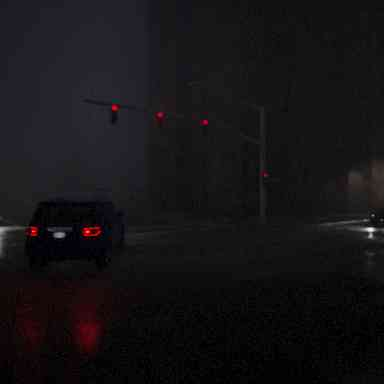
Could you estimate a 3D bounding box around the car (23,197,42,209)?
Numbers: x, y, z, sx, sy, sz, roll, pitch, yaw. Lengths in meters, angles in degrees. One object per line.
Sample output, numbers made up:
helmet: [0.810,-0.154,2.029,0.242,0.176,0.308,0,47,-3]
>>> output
car: [-22.278,1.475,46.348,1.882,1.535,5.008,0,0,-32]

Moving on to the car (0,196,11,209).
car: [-25.476,1.350,43.990,2.097,1.767,4.553,0,0,-39]

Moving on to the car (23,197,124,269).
car: [-3.686,1.221,11.406,2.150,2.045,5.566,1,0,-4]

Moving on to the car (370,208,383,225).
car: [14.015,1.523,22.585,4.674,1.442,1.812,0,0,-35]

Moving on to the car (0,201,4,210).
car: [-14.611,1.504,23.105,1.837,1.490,4.892,0,0,-36]
